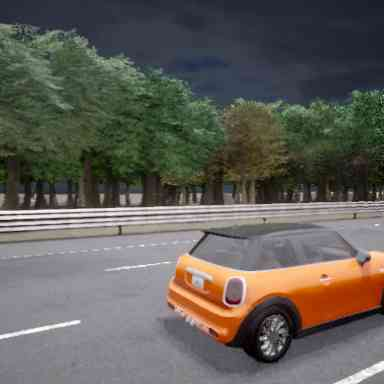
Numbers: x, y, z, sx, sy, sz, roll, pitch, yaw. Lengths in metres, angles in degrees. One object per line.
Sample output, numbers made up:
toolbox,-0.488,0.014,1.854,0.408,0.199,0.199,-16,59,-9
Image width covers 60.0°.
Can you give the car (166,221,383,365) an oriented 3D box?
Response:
car,1.906,1.343,6.000,4.553,1.767,2.097,0,0,-31
